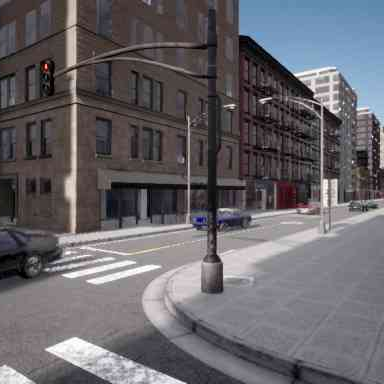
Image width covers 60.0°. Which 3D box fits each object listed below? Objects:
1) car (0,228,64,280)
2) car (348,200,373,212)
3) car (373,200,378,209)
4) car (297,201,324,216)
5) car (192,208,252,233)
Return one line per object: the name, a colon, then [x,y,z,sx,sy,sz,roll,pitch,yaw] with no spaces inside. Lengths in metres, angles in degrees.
car: [-5.453,1.575,7.795,2.033,1.411,5.357,0,0,19]
car: [22.035,1.781,43.957,2.128,1.511,4.902,0,0,36]
car: [27.789,1.904,52.034,1.994,1.385,4.181,0,0,35]
car: [12.976,1.753,36.297,1.812,1.442,4.674,0,-1,36]
car: [1.972,1.720,20.854,1.895,1.301,4.718,0,0,35]
